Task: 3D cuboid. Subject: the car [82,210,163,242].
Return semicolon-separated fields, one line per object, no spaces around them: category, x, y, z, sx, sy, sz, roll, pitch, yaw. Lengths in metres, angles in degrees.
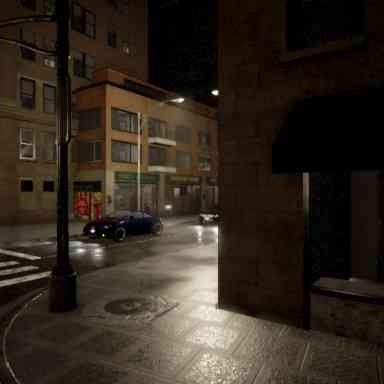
car;-3.345;1.595;16.696;1.994;1.385;4.181;0;0;35

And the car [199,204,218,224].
car;2.368;1.580;24.704;1.812;1.442;4.674;0;0;35
